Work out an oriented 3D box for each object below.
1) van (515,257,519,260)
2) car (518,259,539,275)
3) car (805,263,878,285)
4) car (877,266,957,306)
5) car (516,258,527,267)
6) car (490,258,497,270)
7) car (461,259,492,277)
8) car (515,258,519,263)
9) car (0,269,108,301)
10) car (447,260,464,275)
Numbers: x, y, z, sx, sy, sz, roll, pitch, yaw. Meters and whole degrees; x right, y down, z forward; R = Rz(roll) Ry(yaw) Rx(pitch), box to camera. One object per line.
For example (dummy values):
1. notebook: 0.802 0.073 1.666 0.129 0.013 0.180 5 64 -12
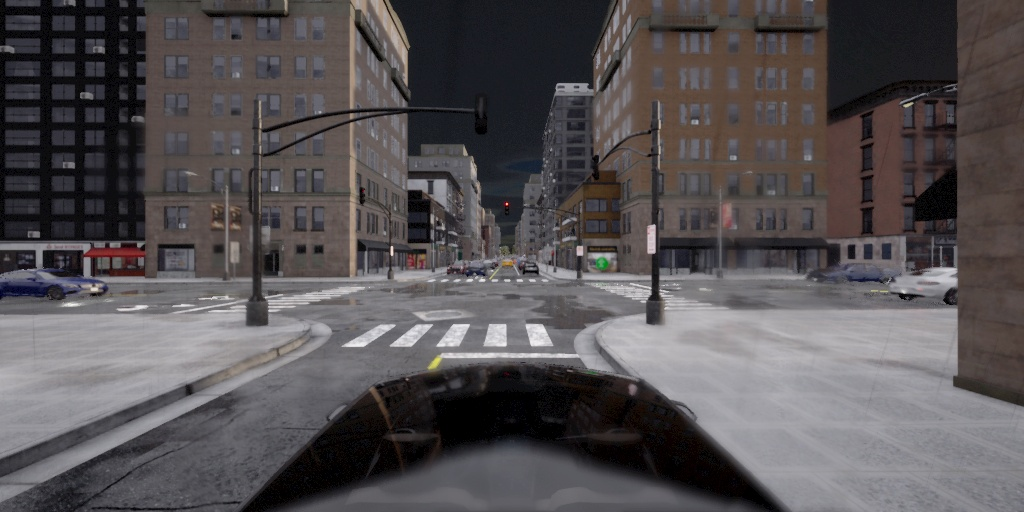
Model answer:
1. van: 1.846 1.171 61.803 1.690 1.789 3.998 0 0 0
2. car: 2.010 1.354 39.760 1.948 1.339 4.313 0 0 0
3. car: 23.351 1.204 24.504 5.357 1.411 2.033 0 0 -1
4. car: 18.180 1.186 14.540 4.674 1.442 1.812 0 0 0
5. car: 1.928 1.389 50.782 1.802 1.307 4.207 0 0 0
6. car: -3.565 1.338 53.494 1.812 1.442 4.674 0 0 0
7. car: -3.446 1.329 35.660 2.033 1.411 5.357 0 0 0
8. car: 1.887 1.384 56.293 1.948 1.339 4.313 0 0 0
9. car: -22.429 1.354 17.227 4.674 1.442 1.812 0 0 -1
10. car: -6.015 1.228 39.701 1.967 1.591 4.097 0 0 0
